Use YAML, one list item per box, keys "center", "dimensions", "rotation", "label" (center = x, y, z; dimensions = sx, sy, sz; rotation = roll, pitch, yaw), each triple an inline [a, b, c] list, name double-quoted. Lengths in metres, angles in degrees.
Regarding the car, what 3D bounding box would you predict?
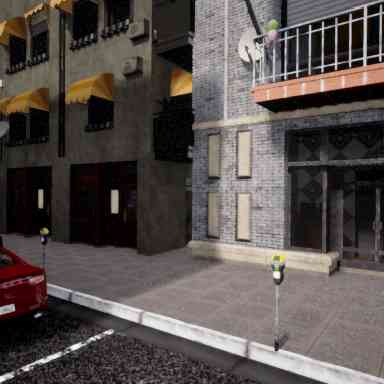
- center: [-4.460, 1.544, 6.051]
  dimensions: [4.507, 1.381, 1.887]
  rotation: [0, 1, 36]
  label: "car"
